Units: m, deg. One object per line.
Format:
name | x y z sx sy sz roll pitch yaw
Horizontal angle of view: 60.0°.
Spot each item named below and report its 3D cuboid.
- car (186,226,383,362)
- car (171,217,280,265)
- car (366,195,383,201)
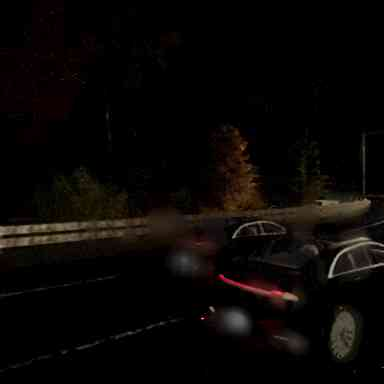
car | 2.539 1.484 5.928 4.902 1.511 2.128 0 0 -38
car | 1.676 1.493 9.860 4.902 1.511 2.128 0 0 -40
car | 37.863 1.255 69.359 1.895 1.301 4.718 0 0 10
